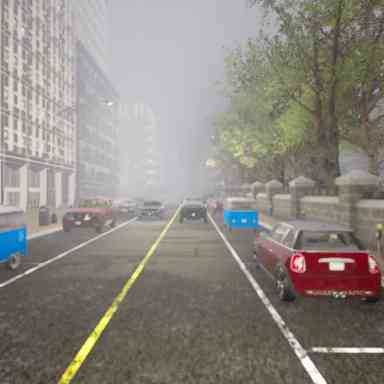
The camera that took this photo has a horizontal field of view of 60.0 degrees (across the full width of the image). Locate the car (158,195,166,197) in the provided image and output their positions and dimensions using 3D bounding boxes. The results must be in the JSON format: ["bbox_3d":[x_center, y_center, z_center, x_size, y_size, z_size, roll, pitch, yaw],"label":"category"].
[{"bbox_3d":[-5.686,1.178,62.922,2.008,1.369,4.403,1,0,0],"label":"car"}]

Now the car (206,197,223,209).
[{"bbox_3d":[2.695,1.353,41.004,1.802,1.307,4.206,1,0,0],"label":"car"}]

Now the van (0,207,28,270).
[{"bbox_3d":[-5.682,1.298,8.179,1.690,1.788,3.998,1,0,0],"label":"van"}]

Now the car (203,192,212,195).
[{"bbox_3d":[2.697,0.979,57.439,2.192,1.841,5.009,1,0,0],"label":"car"}]

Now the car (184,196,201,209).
[{"bbox_3d":[0.097,1.314,41.750,2.033,1.411,5.357,0,0,0],"label":"car"}]

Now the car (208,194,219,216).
[{"bbox_3d":[2.697,1.278,30.046,1.967,1.590,4.097,1,0,0],"label":"car"}]

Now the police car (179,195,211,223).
[{"bbox_3d":[0.097,1.294,24.483,1.930,1.638,5.238,0,0,0],"label":"police car"}]

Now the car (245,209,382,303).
[{"bbox_3d":[2.698,1.398,8.132,1.967,1.590,4.097,1,0,0],"label":"car"}]

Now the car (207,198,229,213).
[{"bbox_3d":[2.695,1.371,35.527,1.947,1.339,4.313,1,0,0],"label":"car"}]

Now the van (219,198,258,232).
[{"bbox_3d":[2.698,1.241,19.089,1.690,1.788,3.998,1,0,0],"label":"van"}]

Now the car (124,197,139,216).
[{"bbox_3d":[-5.685,1.388,30.077,2.008,1.369,4.403,1,0,0],"label":"car"}]

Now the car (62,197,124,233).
[{"bbox_3d":[-5.682,1.214,19.127,2.192,1.841,5.009,1,0,0],"label":"car"}]

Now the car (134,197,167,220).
[{"bbox_3d":[-3.100,1.364,26.552,1.837,1.490,4.892,0,0,0],"label":"car"}]

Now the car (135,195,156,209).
[{"bbox_3d":[-5.684,1.211,41.026,1.967,1.590,4.097,1,0,0],"label":"car"}]
